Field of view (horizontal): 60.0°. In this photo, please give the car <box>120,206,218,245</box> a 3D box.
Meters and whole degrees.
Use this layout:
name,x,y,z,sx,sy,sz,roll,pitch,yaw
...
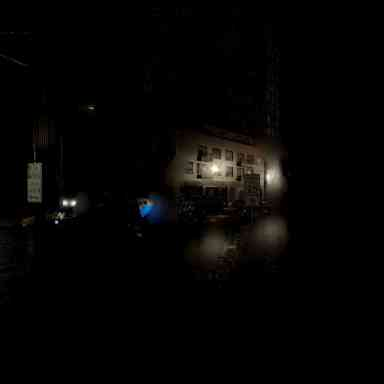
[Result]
name,x,y,z,sx,sy,sz,roll,pitch,yaw
car,-0.899,1.556,15.565,2.008,1.369,4.403,0,0,36

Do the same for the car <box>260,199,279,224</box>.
name,x,y,z,sx,sy,sz,roll,pitch,yaw
car,5.857,1.531,24.879,1.752,1.417,4.829,0,0,36

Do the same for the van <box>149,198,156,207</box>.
name,x,y,z,sx,sy,sz,roll,pitch,yaw
van,-4.481,1.331,25.146,1.690,1.788,3.998,0,0,36

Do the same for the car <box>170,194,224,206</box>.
name,x,y,z,sx,sy,sz,roll,pitch,yaw
car,0.683,1.216,27.885,2.150,2.045,5.566,0,0,36

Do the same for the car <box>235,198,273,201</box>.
name,x,y,z,sx,sy,sz,roll,pitch,yaw
car,6.751,1.590,36.234,1.895,1.301,4.718,0,0,36

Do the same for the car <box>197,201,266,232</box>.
name,x,y,z,sx,sy,sz,roll,pitch,yaw
car,2.529,1.531,20.290,1.752,1.417,4.829,0,0,36

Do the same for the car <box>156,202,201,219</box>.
name,x,y,z,sx,sy,sz,roll,pitch,yaw
car,-1.152,1.572,29.736,1.802,1.307,4.206,0,0,36

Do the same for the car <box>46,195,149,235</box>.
name,x,y,z,sx,sy,sz,roll,pitch,yaw
car,-5.404,1.216,19.501,2.150,2.045,5.566,0,0,36

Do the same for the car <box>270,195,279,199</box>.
name,x,y,z,sx,sy,sz,roll,pitch,yaw
car,12.165,1.288,48.091,2.192,1.841,5.009,0,0,36

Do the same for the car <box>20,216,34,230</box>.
name,x,y,z,sx,sy,sz,roll,pitch,yaw
car,-7.910,1.514,20.419,1.752,1.417,4.829,0,0,36

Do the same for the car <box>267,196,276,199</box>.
name,x,y,z,sx,sy,sz,roll,pitch,yaw
car,8.835,1.544,43.502,1.947,1.339,4.313,0,0,36

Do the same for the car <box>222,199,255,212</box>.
name,x,y,z,sx,sy,sz,roll,pitch,yaw
car,5.506,1.549,38.913,1.947,1.339,4.313,0,0,36
